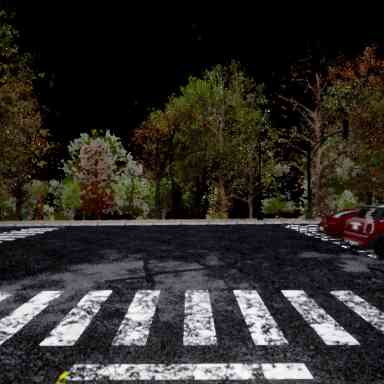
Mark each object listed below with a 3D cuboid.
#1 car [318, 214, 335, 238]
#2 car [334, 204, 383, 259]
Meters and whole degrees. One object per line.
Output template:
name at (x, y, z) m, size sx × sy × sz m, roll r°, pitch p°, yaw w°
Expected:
car at (7.957, 1.408, 14.550) m, size 4.674 × 1.442 × 1.812 m, roll -1°, pitch -1°, yaw 1°
car at (7.675, 1.196, 11.304) m, size 4.553 × 1.767 × 2.097 m, roll -1°, pitch -1°, yaw 1°
